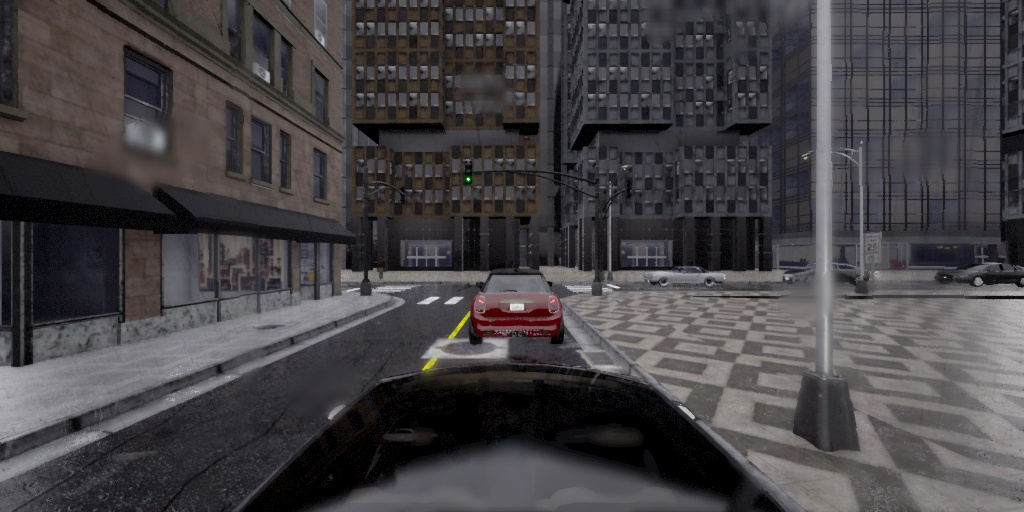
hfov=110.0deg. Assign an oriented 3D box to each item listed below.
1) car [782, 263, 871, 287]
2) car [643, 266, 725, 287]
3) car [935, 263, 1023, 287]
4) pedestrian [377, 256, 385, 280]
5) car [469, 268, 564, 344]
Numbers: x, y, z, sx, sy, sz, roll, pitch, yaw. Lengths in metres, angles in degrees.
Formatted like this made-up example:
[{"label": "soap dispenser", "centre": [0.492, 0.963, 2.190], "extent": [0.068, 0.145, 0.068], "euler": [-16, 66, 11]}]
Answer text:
[{"label": "car", "centre": [20.539, 1.211, 23.534], "extent": [4.902, 1.511, 2.128], "euler": [0, 0, 1]}, {"label": "car", "centre": [11.195, 1.333, 23.639], "extent": [4.718, 1.301, 1.895], "euler": [0, 0, 1]}, {"label": "car", "centre": [30.765, 1.211, 23.415], "extent": [4.892, 1.490, 1.837], "euler": [0, 0, 1]}, {"label": "pedestrian", "centre": [-9.837, 0.902, 26.905], "extent": [0.375, 1.860, 0.375], "euler": [0, 0, 1]}, {"label": "car", "centre": [0.069, 1.102, 9.723], "extent": [2.097, 1.767, 4.553], "euler": [0, 0, -1]}]
